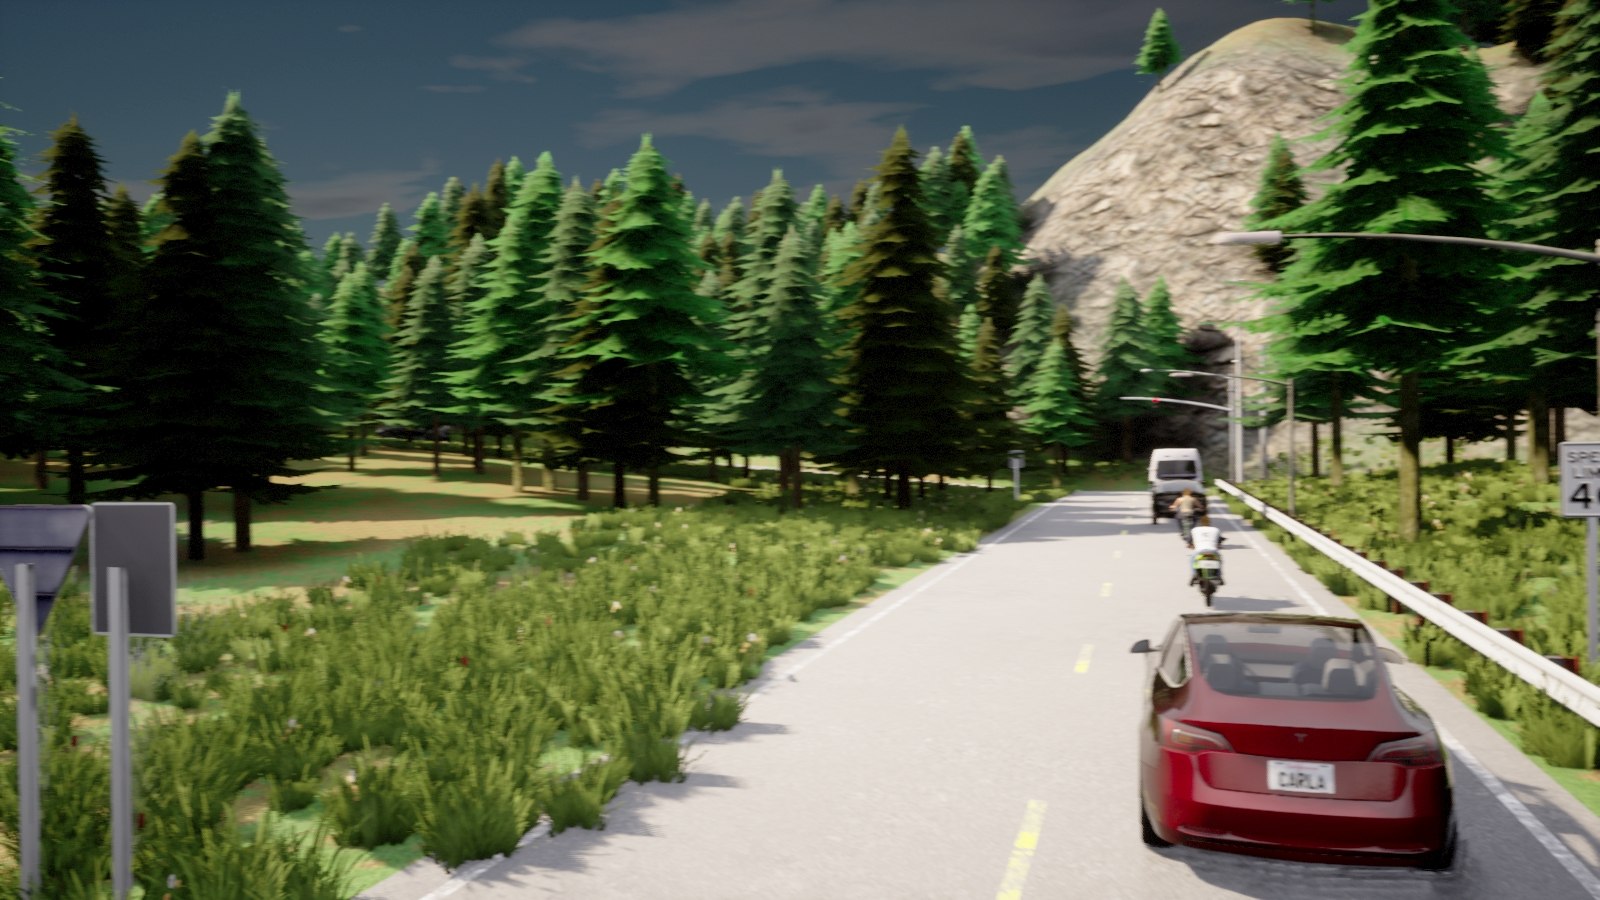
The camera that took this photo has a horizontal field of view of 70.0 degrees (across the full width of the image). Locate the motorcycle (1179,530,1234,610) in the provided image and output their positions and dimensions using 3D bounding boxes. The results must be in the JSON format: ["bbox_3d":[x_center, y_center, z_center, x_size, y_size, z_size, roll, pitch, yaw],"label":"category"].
[{"bbox_3d":[7.062,2.054,19.932,0.803,1.145,2.033,-1,0,17],"label":"motorcycle"}]

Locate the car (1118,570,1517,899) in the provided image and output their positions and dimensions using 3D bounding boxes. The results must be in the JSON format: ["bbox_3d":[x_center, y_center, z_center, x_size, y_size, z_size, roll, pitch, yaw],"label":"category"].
[{"bbox_3d":[3.760,1.974,9.098,2.163,1.488,4.792,-1,0,18],"label":"car"}]

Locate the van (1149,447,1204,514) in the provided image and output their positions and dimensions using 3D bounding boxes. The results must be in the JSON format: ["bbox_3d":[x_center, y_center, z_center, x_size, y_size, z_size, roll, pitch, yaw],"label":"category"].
[{"bbox_3d":[15.534,1.194,47.343,1.988,2.561,5.915,-1,0,17],"label":"van"}]

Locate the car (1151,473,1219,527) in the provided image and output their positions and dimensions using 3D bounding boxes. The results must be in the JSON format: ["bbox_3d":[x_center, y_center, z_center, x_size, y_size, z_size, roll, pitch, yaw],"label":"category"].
[{"bbox_3d":[13.465,1.687,40.222,2.097,1.638,5.238,-1,0,17],"label":"car"}]
